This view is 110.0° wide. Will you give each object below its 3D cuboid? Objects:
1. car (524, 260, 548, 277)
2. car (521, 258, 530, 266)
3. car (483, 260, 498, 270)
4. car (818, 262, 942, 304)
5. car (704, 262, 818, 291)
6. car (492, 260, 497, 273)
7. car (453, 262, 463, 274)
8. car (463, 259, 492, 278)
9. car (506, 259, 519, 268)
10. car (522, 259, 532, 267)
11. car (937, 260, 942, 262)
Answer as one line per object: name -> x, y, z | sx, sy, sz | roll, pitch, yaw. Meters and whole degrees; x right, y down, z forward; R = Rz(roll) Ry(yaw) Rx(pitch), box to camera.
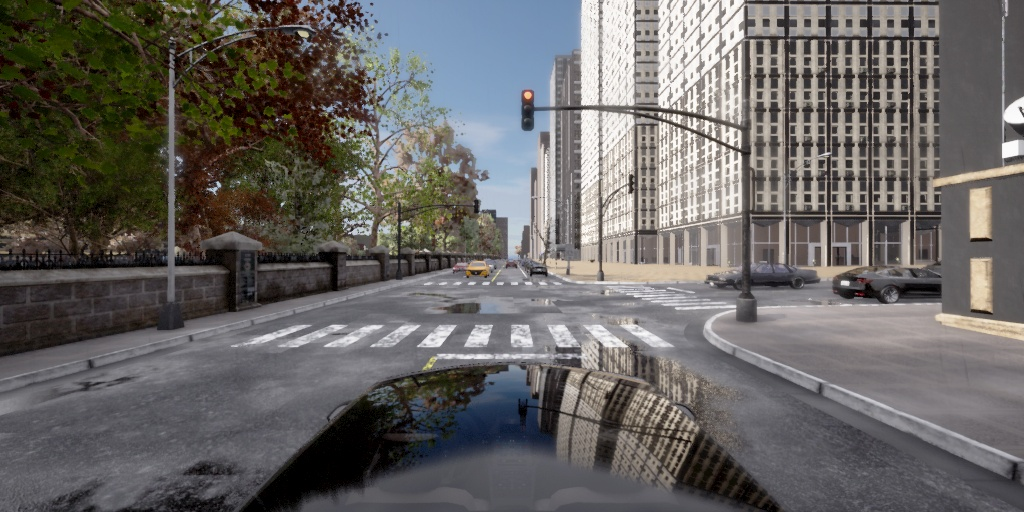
car -> 2.578, 1.330, 36.083 | 1.948, 1.339, 4.313 | 0, 0, 0
car -> 2.542, 1.339, 47.348 | 1.948, 1.339, 4.313 | 0, 0, 0
car -> -3.260, 1.328, 54.871 | 2.033, 1.411, 5.357 | 0, 0, 0
car -> 14.647, 1.026, 13.540 | 4.313, 1.339, 1.948 | 0, 0, 0
car -> 13.391, 1.053, 19.310 | 5.357, 1.411, 2.033 | -1, 0, -1
car -> -3.233, 1.371, 44.316 | 1.895, 1.301, 4.718 | 0, 0, 0
car -> -5.820, 1.350, 41.688 | 1.802, 1.307, 4.207 | 0, 0, 0
car -> -3.203, 1.241, 34.253 | 1.882, 1.535, 5.008 | 0, 0, 0
car -> -0.094, 1.315, 62.474 | 1.812, 1.442, 4.674 | 0, 0, 0
car -> 2.560, 1.334, 41.716 | 1.948, 1.339, 4.313 | 0, 0, 0
car -> 24.430, 0.821, 19.416 | 4.892, 1.490, 1.837 | -1, 0, 0
